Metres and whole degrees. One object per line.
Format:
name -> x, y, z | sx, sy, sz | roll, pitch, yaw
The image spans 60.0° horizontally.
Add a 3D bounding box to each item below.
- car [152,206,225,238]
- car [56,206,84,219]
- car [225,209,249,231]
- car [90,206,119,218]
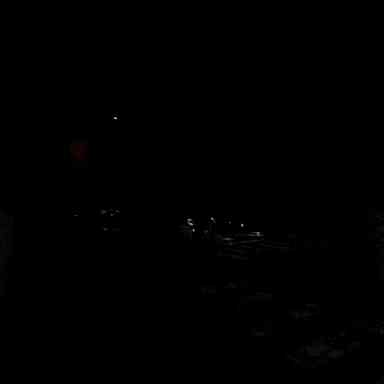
car -> -0.529, 1.640, 19.765 | 2.097, 1.767, 4.553 | 0, -1, -36
car -> -14.171, 2.272, 38.457 | 2.033, 1.411, 5.357 | 0, -1, -36
car -> 1.646, 1.798, 22.298 | 1.837, 1.490, 4.892 | 0, 0, -36
car -> -10.131, 2.274, 38.429 | 1.895, 1.301, 4.718 | 0, -1, -36
